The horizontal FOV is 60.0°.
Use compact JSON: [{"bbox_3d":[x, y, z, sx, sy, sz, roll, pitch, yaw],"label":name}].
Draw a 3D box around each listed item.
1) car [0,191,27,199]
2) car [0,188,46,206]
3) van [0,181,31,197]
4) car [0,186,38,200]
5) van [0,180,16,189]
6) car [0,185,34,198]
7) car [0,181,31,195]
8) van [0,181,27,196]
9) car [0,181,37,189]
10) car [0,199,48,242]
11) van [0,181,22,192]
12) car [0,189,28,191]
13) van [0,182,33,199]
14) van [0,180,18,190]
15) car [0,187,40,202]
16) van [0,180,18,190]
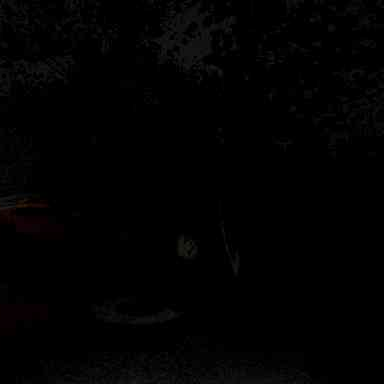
[{"bbox_3d":[-8.346,1.034,17.695,4.553,1.767,2.185,1,2,-30],"label":"car"},{"bbox_3d":[-16.747,0.473,31.880,4.792,1.488,2.163,1,2,-30],"label":"car"},{"bbox_3d":[-25.020,-0.416,46.262,4.442,1.987,1.878,1,1,-30],"label":"van"},{"bbox_3d":[-20.899,0.134,39.064,4.792,1.488,2.163,1,2,-30],"label":"car"},{"bbox_3d":[-43.516,-1.672,77.292,4.442,1.987,1.878,1,1,-30],"label":"van"},{"bbox_3d":[-23.721,-0.096,43.823,5.008,1.535,2.097,1,1,-30],"label":"car"},{"bbox_3d":[-27.948,-0.636,50.962,5.566,2.045,2.435,1,1,-30],"label":"car"},{"bbox_3d":[-26.623,-0.516,48.531,4.442,1.987,1.878,1,1,-30],"label":"van"},{"bbox_3d":[-15.286,0.314,29.515,5.566,2.045,2.435,1,2,-30],"label":"car"},{"bbox_3d":[-6.980,1.279,15.292,5.008,1.535,2.097,1,2,-30],"label":"car"},{"bbox_3d":[-34.898,-1.092,63.080,4.442,1.987,1.878,1,1,-30],"label":"van"},{"bbox_3d":[-12.678,0.798,24.641,5.366,1.575,1.946,1,2,-30],"label":"car"},{"bbox_3d":[-22.402,-0.224,41.360,4.442,1.987,1.878,1,2,-31],"label":"van"},{"bbox_3d":[-41.846,-1.567,74.908,4.442,1.987,1.878,1,1,-30],"label":"van"},{"bbox_3d":[-19.563,0.237,36.790,4.792,1.488,2.163,1,2,-30],"label":"car"},{"bbox_3d":[-40.507,-1.476,72.629,4.442,1.987,1.878,1,1,-30],"label":"van"}]
